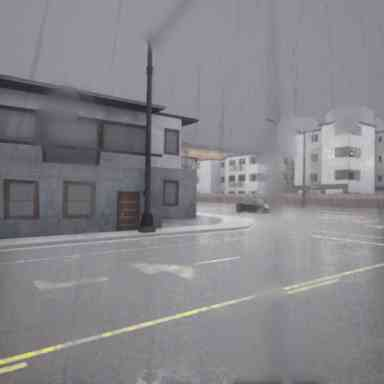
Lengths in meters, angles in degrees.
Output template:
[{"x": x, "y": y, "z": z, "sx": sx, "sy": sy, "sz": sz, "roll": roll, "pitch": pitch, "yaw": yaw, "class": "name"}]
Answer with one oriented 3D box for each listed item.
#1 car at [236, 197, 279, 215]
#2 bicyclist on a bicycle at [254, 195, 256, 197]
[{"x": 6.589, "y": 1.330, "z": 33.599, "sx": 2.097, "sy": 1.767, "sz": 4.553, "roll": 1, "pitch": 0, "yaw": -38, "class": "car"}, {"x": 9.058, "y": 1.298, "z": 47.873, "sx": 0.582, "sy": 1.620, "sz": 1.656, "roll": 2, "pitch": 0, "yaw": 44, "class": "bicyclist on a bicycle"}]
